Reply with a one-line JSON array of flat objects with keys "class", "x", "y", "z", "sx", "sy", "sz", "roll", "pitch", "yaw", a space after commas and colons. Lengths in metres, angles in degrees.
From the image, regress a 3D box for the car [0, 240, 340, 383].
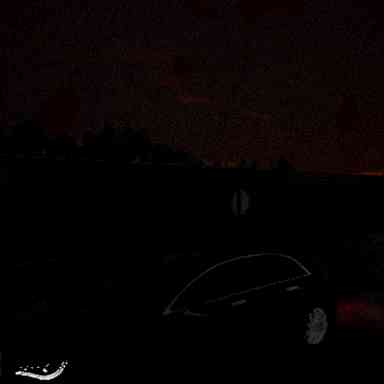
[{"class": "car", "x": 0.099, "y": 1.506, "z": 4.631, "sx": 4.892, "sy": 1.490, "sz": 1.837, "roll": 1, "pitch": 0, "yaw": -35}]
